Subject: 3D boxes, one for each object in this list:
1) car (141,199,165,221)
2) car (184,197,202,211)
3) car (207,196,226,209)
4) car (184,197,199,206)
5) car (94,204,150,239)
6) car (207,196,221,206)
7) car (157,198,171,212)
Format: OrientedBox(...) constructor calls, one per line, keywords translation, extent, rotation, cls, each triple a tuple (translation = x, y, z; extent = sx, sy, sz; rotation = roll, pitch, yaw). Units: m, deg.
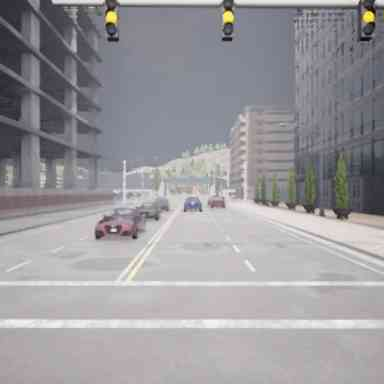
OrientedBox(translation=(-3.562, 1.552, 27.058), extent=(1.994, 1.385, 4.181), rotation=(0, 0, 0), cls="car")
OrientedBox(translation=(0.105, 1.333, 39.880), extent=(2.097, 1.767, 4.553), rotation=(0, 0, 0), cls="car")
OrientedBox(translation=(3.507, 1.458, 45.618), extent=(1.882, 1.535, 5.008), rotation=(0, 0, 0), cls="car")
OrientedBox(translation=(-0.142, 1.522, 57.012), extent=(2.033, 1.411, 5.357), rotation=(0, 0, -4), cls="car")
OrientedBox(translation=(-3.574, 1.557, 17.173), extent=(1.994, 1.385, 4.181), rotation=(0, 0, 1), cls="car")
OrientedBox(translation=(3.506, 1.454, 54.324), extent=(1.882, 1.535, 5.008), rotation=(0, 0, 0), cls="car")
OrientedBox(translation=(-3.540, 1.487, 38.469), extent=(1.837, 1.490, 4.892), rotation=(0, 0, 1), cls="car")
